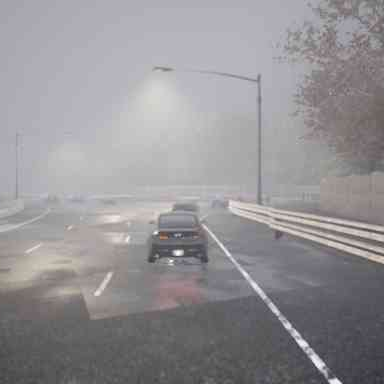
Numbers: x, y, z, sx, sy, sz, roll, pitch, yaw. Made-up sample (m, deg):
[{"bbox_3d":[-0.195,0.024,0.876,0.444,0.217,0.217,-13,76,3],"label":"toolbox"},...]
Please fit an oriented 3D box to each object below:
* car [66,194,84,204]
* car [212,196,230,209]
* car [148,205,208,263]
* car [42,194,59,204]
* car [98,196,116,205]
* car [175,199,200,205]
[{"bbox_3d":[-19.895,1.123,56.532,2.097,1.767,4.553,0,0,-31],"label":"car"},{"bbox_3d":[4.037,1.291,42.185,1.812,1.442,4.674,0,0,27],"label":"car"},{"bbox_3d":[-0.493,1.445,11.792,1.837,1.490,4.892,0,0,-3],"label":"car"},{"bbox_3d":[-24.162,1.136,56.744,2.097,1.767,4.553,0,0,-32],"label":"car"},{"bbox_3d":[-13.372,1.318,52.315,2.033,1.411,5.357,0,0,-27],"label":"car"},{"bbox_3d":[-0.417,1.328,28.878,1.882,1.535,5.008,0,0,7],"label":"car"}]
